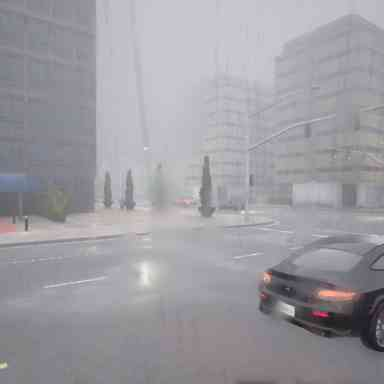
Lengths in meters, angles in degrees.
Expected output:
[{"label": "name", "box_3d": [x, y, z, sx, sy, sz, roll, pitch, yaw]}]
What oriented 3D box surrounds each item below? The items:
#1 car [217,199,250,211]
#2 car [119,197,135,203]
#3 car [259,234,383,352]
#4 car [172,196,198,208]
[{"label": "car", "box_3d": [4.958, 1.564, 39.895, 1.994, 1.385, 4.181, 0, 0, -35]}, {"label": "car", "box_3d": [-12.879, 1.566, 65.504, 1.994, 1.385, 4.181, 0, 0, -35]}, {"label": "car", "box_3d": [3.247, 1.526, 6.136, 4.674, 1.442, 1.812, 0, 0, -35]}, {"label": "car", "box_3d": [-1.037, 1.352, 48.449, 2.097, 1.767, 4.553, 0, 0, -35]}]
